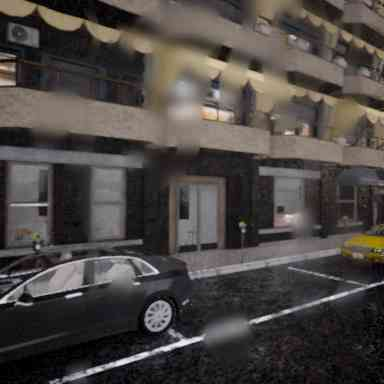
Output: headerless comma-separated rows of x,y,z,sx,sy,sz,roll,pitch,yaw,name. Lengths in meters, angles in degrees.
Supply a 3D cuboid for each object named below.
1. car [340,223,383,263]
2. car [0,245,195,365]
7.057,1.659,11.590,4.829,1.417,1.752,1,0,-35,car
-2.002,1.565,5.130,4.403,1.369,2.008,1,0,-35,car
